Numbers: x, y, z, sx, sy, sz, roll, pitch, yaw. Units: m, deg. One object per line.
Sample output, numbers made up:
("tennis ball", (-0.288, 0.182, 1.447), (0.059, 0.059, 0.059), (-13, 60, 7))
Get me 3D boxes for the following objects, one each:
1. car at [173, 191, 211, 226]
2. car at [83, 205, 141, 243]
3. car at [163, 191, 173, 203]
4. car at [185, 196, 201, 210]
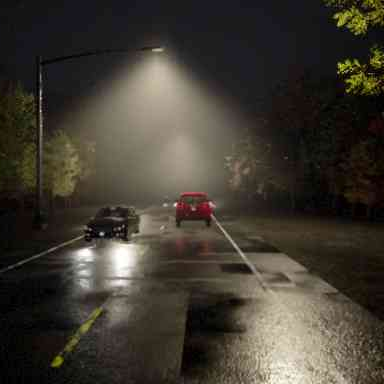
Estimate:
("car", (0.083, 1.080, 22.184), (2.150, 2.045, 5.566), (0, 0, 0))
("car", (-3.611, 1.404, 15.727), (1.837, 1.490, 4.892), (0, 0, 0))
("car", (-3.604, 0.861, 56.640), (2.150, 2.045, 5.566), (0, 0, 0))
("car", (0.070, 1.270, 40.163), (1.812, 1.442, 4.674), (0, 0, 0))
